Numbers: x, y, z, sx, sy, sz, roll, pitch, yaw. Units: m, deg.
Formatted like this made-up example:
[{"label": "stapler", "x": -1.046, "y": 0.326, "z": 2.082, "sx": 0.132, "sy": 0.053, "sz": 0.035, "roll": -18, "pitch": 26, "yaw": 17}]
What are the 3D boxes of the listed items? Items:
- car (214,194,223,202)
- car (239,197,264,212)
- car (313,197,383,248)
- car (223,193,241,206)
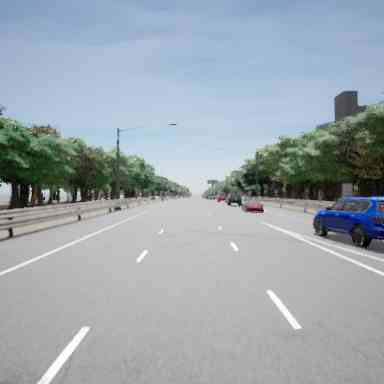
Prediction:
[{"label": "car", "x": 7.161, "y": 1.429, "z": 79.695, "sx": 2.150, "sy": 2.045, "sz": 5.566, "roll": 0, "pitch": -1, "yaw": 0}, {"label": "car", "x": 7.019, "y": 1.573, "z": 38.773, "sx": 1.994, "sy": 1.385, "sz": 4.181, "roll": 0, "pitch": 0, "yaw": 0}, {"label": "car", "x": 7.630, "y": 1.231, "z": 15.071, "sx": 2.150, "sy": 2.045, "sz": 5.566, "roll": 0, "pitch": 0, "yaw": -6}, {"label": "car", "x": 7.053, "y": 1.256, "z": 56.145, "sx": 2.150, "sy": 2.045, "sz": 5.566, "roll": 0, "pitch": 0, "yaw": 0}]
